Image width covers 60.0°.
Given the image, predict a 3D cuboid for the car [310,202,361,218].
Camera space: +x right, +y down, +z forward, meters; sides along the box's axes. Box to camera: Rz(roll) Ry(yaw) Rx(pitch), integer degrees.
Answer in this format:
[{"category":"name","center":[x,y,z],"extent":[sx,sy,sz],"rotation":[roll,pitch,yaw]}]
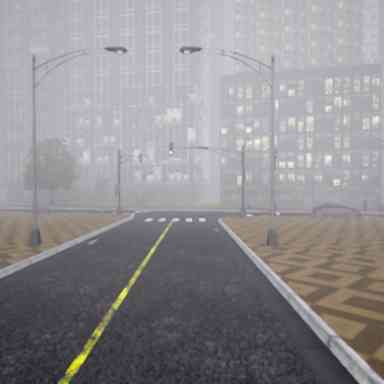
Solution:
[{"category":"car","center":[12.841,1.581,29.938],"extent":[4.181,1.385,1.994],"rotation":[0,1,14]}]
